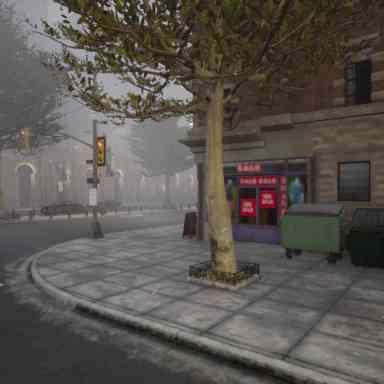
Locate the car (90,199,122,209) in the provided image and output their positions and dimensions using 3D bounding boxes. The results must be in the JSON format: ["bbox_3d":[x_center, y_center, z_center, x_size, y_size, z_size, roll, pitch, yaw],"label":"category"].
[{"bbox_3d":[-11.930,1.595,45.150,1.895,1.301,4.718,0,0,36],"label":"car"}]

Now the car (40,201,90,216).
[{"bbox_3d":[-12.688,1.564,32.863,1.994,1.385,4.181,0,0,36],"label":"car"}]
